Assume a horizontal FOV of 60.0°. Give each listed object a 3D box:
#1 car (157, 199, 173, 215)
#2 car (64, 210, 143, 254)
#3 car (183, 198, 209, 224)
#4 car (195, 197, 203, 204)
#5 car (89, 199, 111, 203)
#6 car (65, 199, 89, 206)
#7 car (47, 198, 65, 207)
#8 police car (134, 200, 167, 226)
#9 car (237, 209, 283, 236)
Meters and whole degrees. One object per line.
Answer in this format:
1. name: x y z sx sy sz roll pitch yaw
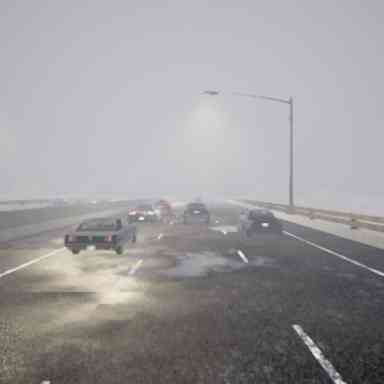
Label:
1. car: -3.107 1.566 35.500 2.033 1.649 4.856 0 0 1
2. car: -3.436 1.647 13.596 1.895 1.301 4.718 0 0 0
3. car: 0.343 1.528 26.152 2.033 1.649 4.856 0 0 0
4. car: 1.622 1.829 75.403 1.837 1.490 4.892 0 0 2
5. car: -13.286 1.740 50.367 2.033 1.411 5.357 0 0 2
6. car: -16.780 1.738 50.460 2.033 1.411 5.357 0 0 2
7. car: -20.272 1.680 50.666 2.128 1.511 4.902 0 0 2
8. police car: -3.306 1.594 24.534 2.038 1.542 4.974 0 0 1
9. car: 3.728 1.633 18.824 1.994 1.385 4.181 0 0 1
